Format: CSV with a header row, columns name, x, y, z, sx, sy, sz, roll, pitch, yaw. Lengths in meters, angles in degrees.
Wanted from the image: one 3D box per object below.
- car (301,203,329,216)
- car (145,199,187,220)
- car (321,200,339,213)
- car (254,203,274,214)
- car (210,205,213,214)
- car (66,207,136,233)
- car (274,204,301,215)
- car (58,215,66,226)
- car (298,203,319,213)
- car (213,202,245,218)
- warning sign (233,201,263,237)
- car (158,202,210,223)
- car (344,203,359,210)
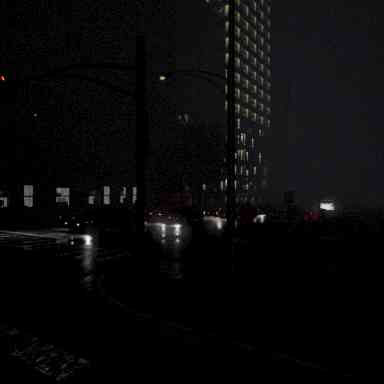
name,x,y,z,sx,sy,sz,roll,pitch,yaw
car,16.517,2.456,44.499,1.895,1.301,4.718,0,-1,33
car,-2.375,1.717,33.462,2.150,2.045,5.566,0,-1,33
car,21.931,2.254,52.985,2.150,2.045,5.566,0,-1,33
car,10.331,2.319,47.098,2.128,1.511,4.902,0,-1,33
car,3.151,2.278,42.016,1.895,1.301,4.718,0,-1,33
car,-5.652,1.805,22.384,1.837,1.490,4.892,0,-1,33
car,13.650,2.395,46.054,2.033,1.411,5.357,0,-1,33
car,-7.669,1.921,25.250,1.895,1.301,4.718,0,-1,33
car,19.181,2.576,54.718,2.033,1.411,5.357,0,-1,33
car,4.806,1.998,38.590,2.097,1.767,4.553,0,-1,33
warning sign,3.139,1.454,18.545,1.300,1.860,1.060,1,1,33
car,-0.597,1.972,30.221,1.837,1.490,4.892,0,-1,33
car,31.493,2.837,65.718,1.812,1.442,4.674,0,-1,33
